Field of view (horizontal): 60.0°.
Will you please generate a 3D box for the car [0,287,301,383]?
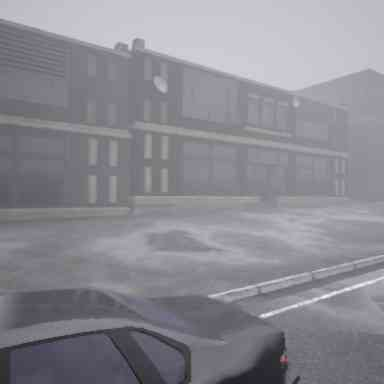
[{"bbox_3d":[-1.544,1.548,2.275,5.357,1.411,2.033,0,0,-35],"label":"car"}]
